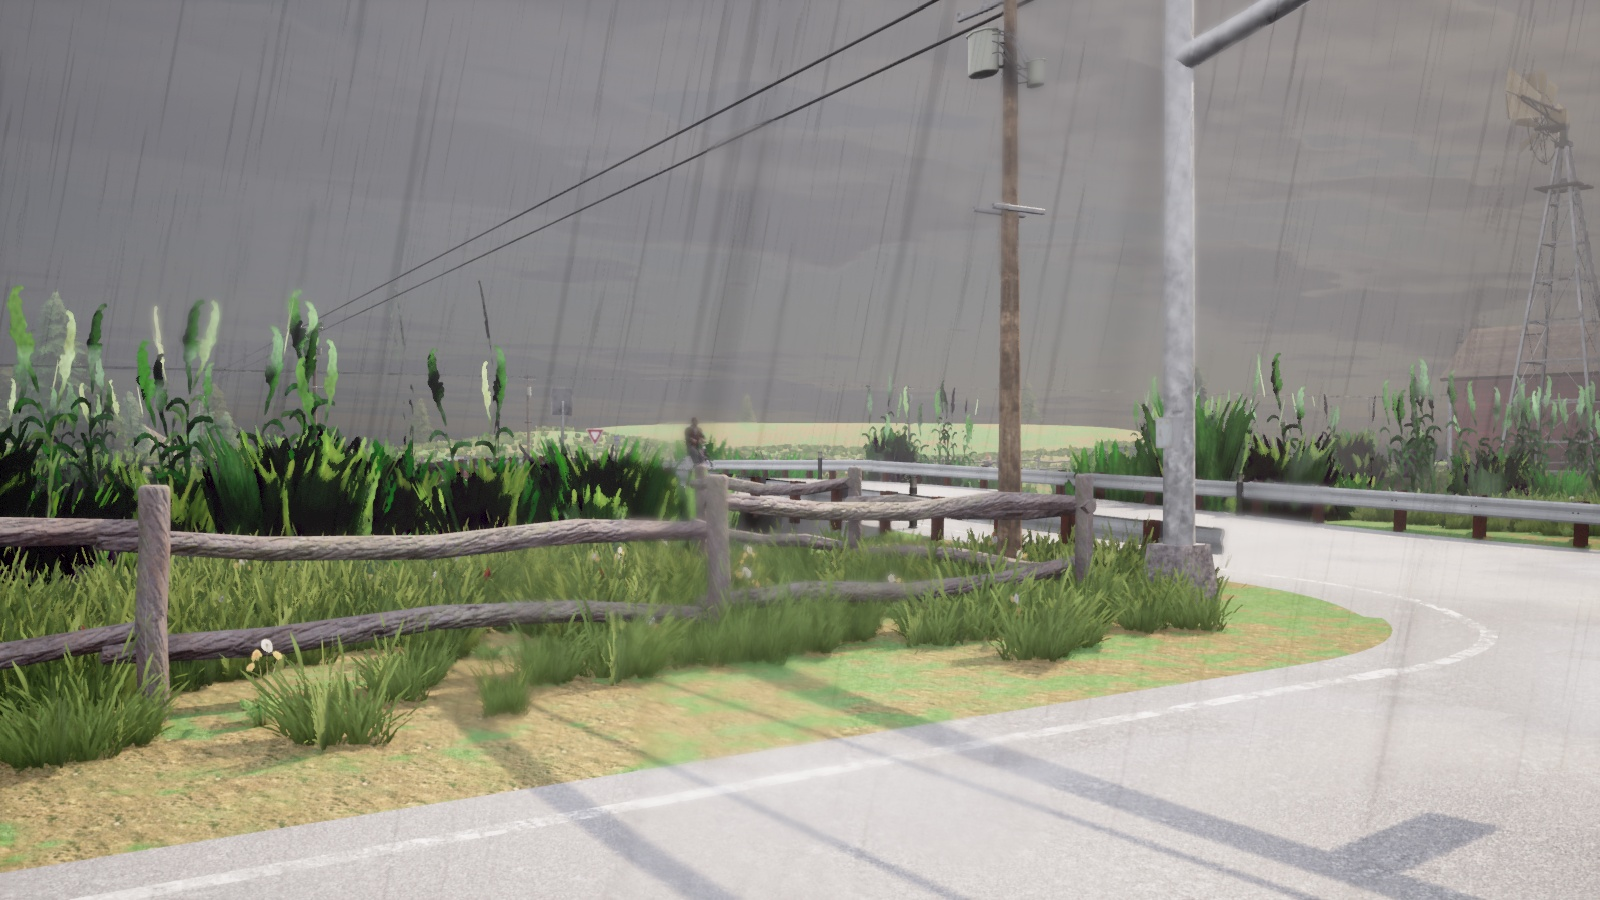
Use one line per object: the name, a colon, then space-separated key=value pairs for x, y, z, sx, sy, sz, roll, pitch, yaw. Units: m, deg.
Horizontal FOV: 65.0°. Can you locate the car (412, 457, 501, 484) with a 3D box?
car: x=-17.909 y=1.038 z=65.621 sx=1.994 sy=1.385 sz=4.181 roll=0 pitch=0 yaw=35

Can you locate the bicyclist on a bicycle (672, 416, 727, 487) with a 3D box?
bicyclist on a bicycle: x=-2.600 y=0.037 z=32.189 sx=0.659 sy=1.776 sz=1.843 roll=0 pitch=0 yaw=-31
